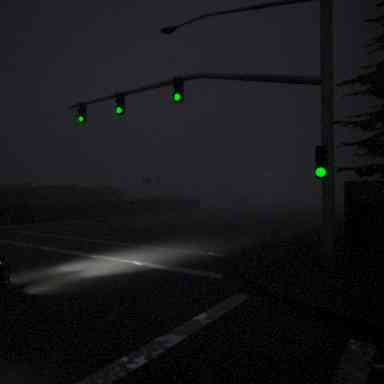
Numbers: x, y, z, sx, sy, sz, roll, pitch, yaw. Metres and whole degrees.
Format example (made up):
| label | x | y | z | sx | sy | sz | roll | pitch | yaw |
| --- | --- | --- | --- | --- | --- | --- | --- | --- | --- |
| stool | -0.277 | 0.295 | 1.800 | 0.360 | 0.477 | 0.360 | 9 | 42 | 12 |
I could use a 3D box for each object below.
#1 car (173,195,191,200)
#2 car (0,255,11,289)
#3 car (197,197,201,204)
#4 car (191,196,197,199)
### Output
| label | x | y | z | sx | sy | sz | roll | pitch | yaw |
| --- | --- | --- | --- | --- | --- | --- | --- | --- | --- |
| car | -3.190 | 1.608 | 66.233 | 4.605 | 1.855 | 1.932 | -1 | 0 | 35 |
| car | -6.003 | 1.576 | 6.048 | 2.128 | 1.511 | 4.902 | -1 | -1 | 35 |
| car | 0.009 | 1.851 | 70.803 | 3.806 | 1.475 | 1.970 | -1 | 0 | 35 |
| car | -1.672 | 1.819 | 68.446 | 3.905 | 1.438 | 1.784 | -1 | 0 | 35 |
